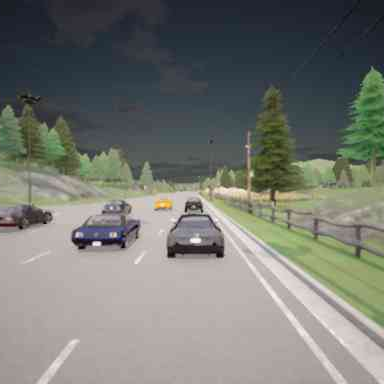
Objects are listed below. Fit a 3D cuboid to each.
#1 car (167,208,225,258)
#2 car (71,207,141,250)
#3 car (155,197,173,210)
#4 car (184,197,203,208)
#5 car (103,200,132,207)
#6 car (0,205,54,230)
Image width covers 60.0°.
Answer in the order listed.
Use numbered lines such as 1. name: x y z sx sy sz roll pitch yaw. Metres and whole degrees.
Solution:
1. car: 0.123 1.510 12.617 1.994 1.385 4.181 0 0 0
2. car: -3.372 1.544 14.035 1.895 1.301 4.718 0 0 0
3. car: -3.299 1.312 39.725 1.882 1.535 5.008 0 0 0
4. car: 0.191 1.325 35.864 1.882 1.535 5.008 0 0 0
5. car: -6.825 1.423 30.697 2.033 1.411 5.357 0 0 0
6. car: -10.354 1.471 20.187 2.033 1.411 5.357 0 0 0
